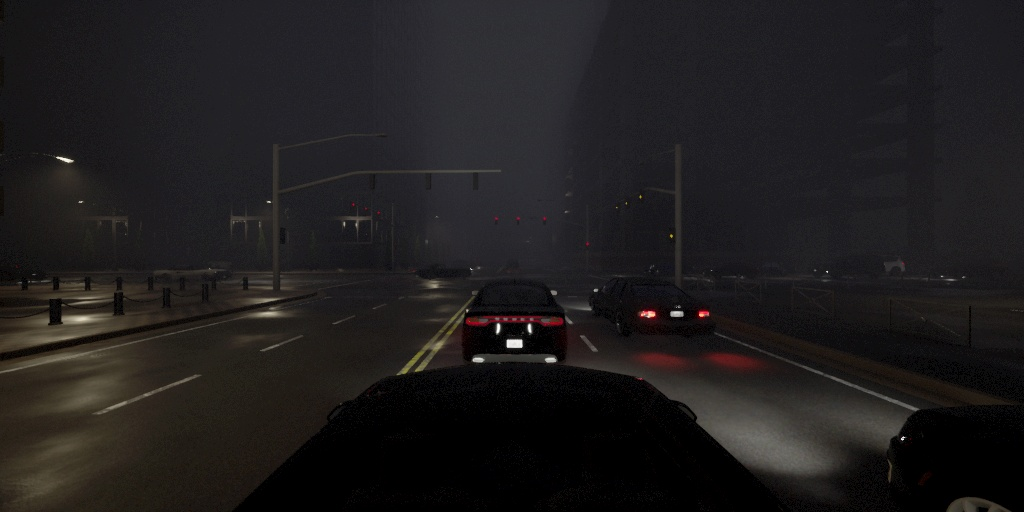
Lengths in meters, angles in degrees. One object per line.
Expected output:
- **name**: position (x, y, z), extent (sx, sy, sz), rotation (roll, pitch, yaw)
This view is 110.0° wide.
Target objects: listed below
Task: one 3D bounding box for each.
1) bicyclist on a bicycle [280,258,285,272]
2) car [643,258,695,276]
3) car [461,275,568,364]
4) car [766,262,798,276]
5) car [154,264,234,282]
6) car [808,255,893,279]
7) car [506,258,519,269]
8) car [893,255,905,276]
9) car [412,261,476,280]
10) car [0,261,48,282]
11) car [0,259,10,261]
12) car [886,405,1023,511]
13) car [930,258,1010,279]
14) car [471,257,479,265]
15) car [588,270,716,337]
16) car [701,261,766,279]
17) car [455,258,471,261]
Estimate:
- **bicyclist on a bicycle**: position (-25.400, 0.995, 39.334), extent (0.582, 1.620, 1.656), rotation (0, 0, 0)
- **car**: position (15.237, 1.047, 35.022), extent (4.553, 1.767, 2.097), rotation (0, 0, 0)
- **car**: position (0.056, 1.228, 8.118), extent (1.882, 1.535, 5.008), rotation (0, 0, 0)
- **car**: position (24.705, 1.242, 35.032), extent (5.357, 1.411, 2.033), rotation (0, 0, 0)
- **car**: position (-24.170, 1.295, 27.369), extent (4.718, 1.301, 1.895), rotation (0, 0, 0)
- **car**: position (29.426, 0.916, 31.546), extent (5.566, 2.045, 2.150), rotation (0, 0, 0)
- **car**: position (0.115, 1.241, 54.492), extent (2.128, 1.511, 4.902), rotation (0, 0, 0)
- **car**: position (34.896, 0.916, 35.060), extent (5.566, 2.045, 2.150), rotation (0, 0, 0)
- **car**: position (-5.807, 1.320, 30.196), extent (4.718, 1.301, 1.895), rotation (0, 0, -31)
- **car**: position (-38.574, 1.258, 27.476), extent (4.181, 1.385, 1.994), rotation (0, 0, 1)
- **car**: position (-51.170, 1.047, 34.787), extent (4.553, 1.767, 2.097), rotation (0, 0, 1)
- **car**: position (3.600, 1.255, 0.504), extent (1.837, 1.490, 4.892), rotation (0, 0, 0)
- **car**: position (39.918, 1.172, 31.561), extent (5.008, 1.535, 1.882), rotation (0, 0, 0)
- **car**: position (-7.069, 1.297, 59.020), extent (2.033, 1.411, 5.357), rotation (0, 0, 0)
- **car**: position (3.573, 1.297, 10.241), extent (2.033, 1.411, 5.357), rotation (0, 0, 0)
- **car**: position (19.161, 1.220, 31.493), extent (4.674, 1.442, 1.812), rotation (0, 0, 0)
- **car**: position (-7.084, 1.228, 48.507), extent (1.882, 1.535, 5.008), rotation (0, 0, 0)
